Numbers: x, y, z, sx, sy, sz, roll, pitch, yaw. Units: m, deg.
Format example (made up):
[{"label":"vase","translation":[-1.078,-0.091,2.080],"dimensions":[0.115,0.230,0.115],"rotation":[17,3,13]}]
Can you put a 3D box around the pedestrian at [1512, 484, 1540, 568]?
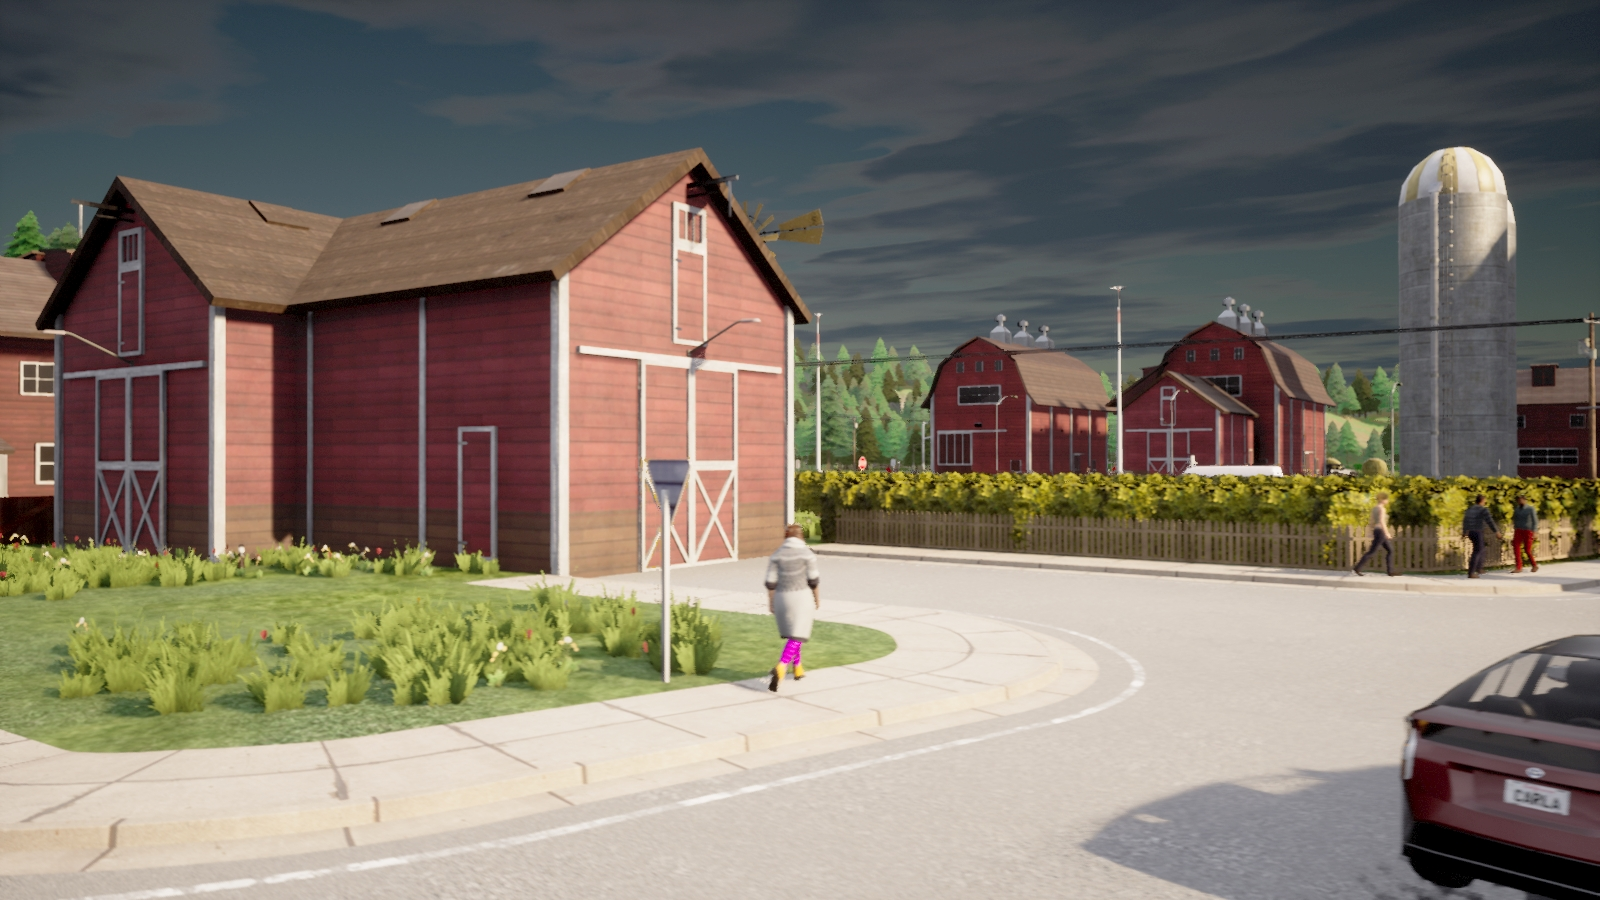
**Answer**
[{"label":"pedestrian","translation":[16.376,1.697,25.770],"dimensions":[0.375,1.860,0.375],"rotation":[0,0,-24]}]

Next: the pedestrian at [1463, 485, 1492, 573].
[{"label":"pedestrian","translation":[14.482,1.676,24.420],"dimensions":[0.375,1.860,0.375],"rotation":[0,0,-16]}]

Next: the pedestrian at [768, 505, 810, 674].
[{"label":"pedestrian","translation":[-0.123,1.560,12.944],"dimensions":[0.375,1.860,0.375],"rotation":[0,0,19]}]

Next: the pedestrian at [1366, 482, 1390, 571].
[{"label":"pedestrian","translation":[12.286,1.620,24.289],"dimensions":[0.375,1.860,0.375],"rotation":[0,0,11]}]

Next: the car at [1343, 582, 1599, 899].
[{"label":"car","translation":[5.713,1.866,7.579],"dimensions":[4.514,1.525,2.007],"rotation":[1,-1,-38]}]
